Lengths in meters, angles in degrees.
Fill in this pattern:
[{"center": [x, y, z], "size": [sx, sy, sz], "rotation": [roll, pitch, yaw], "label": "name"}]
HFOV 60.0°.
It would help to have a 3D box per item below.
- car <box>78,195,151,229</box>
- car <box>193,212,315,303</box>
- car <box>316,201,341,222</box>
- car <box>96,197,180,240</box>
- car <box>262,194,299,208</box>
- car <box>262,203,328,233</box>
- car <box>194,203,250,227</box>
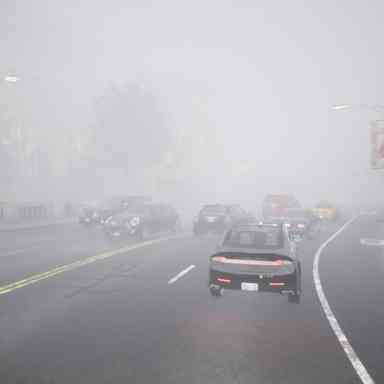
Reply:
[{"center": [-4.509, 1.226, 21.065], "size": [2.150, 2.045, 5.566], "rotation": [0, 0, 29], "label": "car"}, {"center": [1.680, 1.491, 8.327], "size": [2.128, 1.511, 4.902], "rotation": [0, 0, 15], "label": "car"}, {"center": [10.542, 1.456, 26.247], "size": [1.801, 1.575, 5.366], "rotation": [0, 0, 30], "label": "car"}, {"center": [-2.469, 1.351, 17.308], "size": [2.097, 1.767, 4.553], "rotation": [0, 0, 27], "label": "car"}, {"center": [7.603, 1.221, 27.955], "size": [2.150, 2.045, 5.566], "rotation": [0, 0, 30], "label": "car"}, {"center": [5.531, 1.547, 17.286], "size": [2.033, 1.411, 5.357], "rotation": [0, 0, 29], "label": "car"}, {"center": [1.843, 1.352, 17.521], "size": [2.097, 1.767, 4.553], "rotation": [0, 0, 26], "label": "car"}]
